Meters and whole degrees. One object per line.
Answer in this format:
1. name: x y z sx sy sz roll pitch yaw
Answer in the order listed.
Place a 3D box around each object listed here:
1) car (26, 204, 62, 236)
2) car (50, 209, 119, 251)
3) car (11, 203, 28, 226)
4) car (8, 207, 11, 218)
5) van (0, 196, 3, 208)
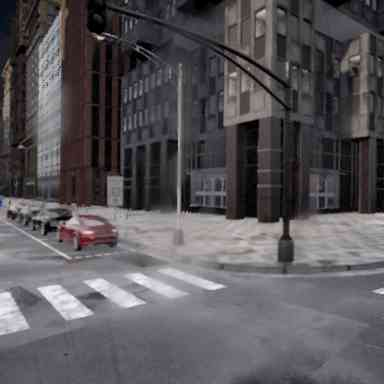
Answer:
1. car: -7.771 1.592 18.744 1.947 1.339 4.313 0 0 -36
2. car: -4.484 1.612 14.150 1.802 1.307 4.206 0 0 -36
3. car: -11.057 1.573 23.338 2.008 1.369 4.403 0 0 -36
4. car: -14.344 1.599 27.932 1.802 1.307 4.206 0 0 -36
5. van: -27.491 1.334 46.308 1.690 1.788 3.998 0 0 -36
